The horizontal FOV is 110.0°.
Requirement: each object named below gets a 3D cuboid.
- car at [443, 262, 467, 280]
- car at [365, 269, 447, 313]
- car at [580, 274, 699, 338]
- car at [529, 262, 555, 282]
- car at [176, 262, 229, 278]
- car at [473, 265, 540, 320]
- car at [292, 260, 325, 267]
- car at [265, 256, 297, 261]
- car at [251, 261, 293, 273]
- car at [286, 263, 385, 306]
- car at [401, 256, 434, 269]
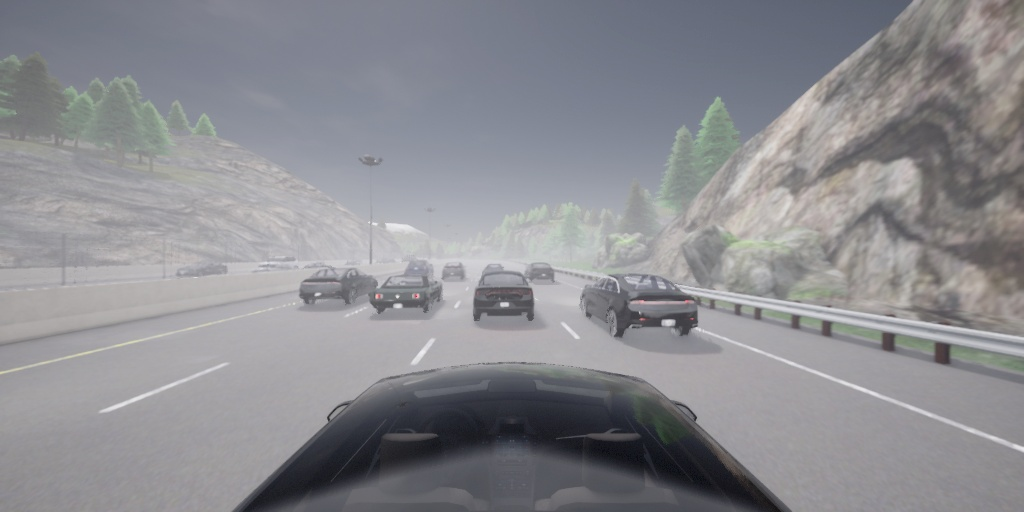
[{"bbox_3d":[-5.085,1.272,31.962,2.128,1.511,4.902,0,0,-4],"label":"car"},{"bbox_3d":[-3.901,1.367,14.104,1.895,1.301,4.718,0,0,-3],"label":"car"},{"bbox_3d":[3.287,1.240,10.188,2.128,1.511,4.902,0,0,-2],"label":"car"},{"bbox_3d":[2.156,1.240,28.652,1.882,1.535,5.008,0,0,-4],"label":"car"},{"bbox_3d":[-30.037,1.329,34.989,2.128,1.511,4.902,0,0,-4],"label":"car"},{"bbox_3d":[-0.335,1.235,12.697,1.882,1.535,5.008,0,0,-3],"label":"car"},{"bbox_3d":[-19.577,1.379,35.883,1.994,1.385,4.181,0,0,-4],"label":"car"},{"bbox_3d":[-26.987,1.056,41.683,2.150,2.045,5.566,0,0,-4],"label":"car"},{"bbox_3d":[-23.017,1.423,34.844,1.895,1.301,4.718,0,0,-4],"label":"car"},{"bbox_3d":[-7.544,1.267,16.093,2.128,1.511,4.902,0,0,-3],"label":"car"},{"bbox_3d":[-8.753,1.142,34.294,2.097,1.767,4.553,0,0,-4],"label":"car"}]
